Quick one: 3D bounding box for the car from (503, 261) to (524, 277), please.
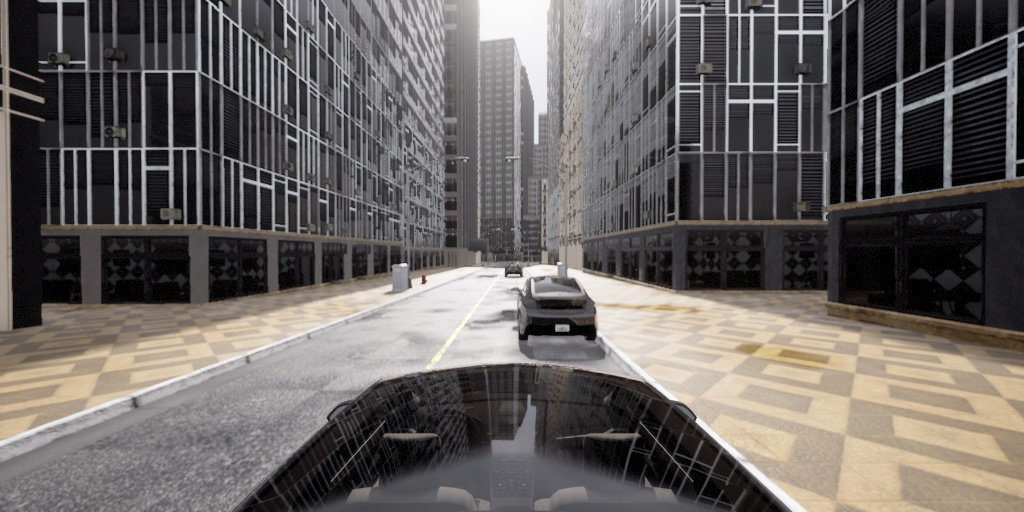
[{"bbox_3d":[0.176,1.423,37.680,1.837,1.490,4.892,0,0,0],"label":"car"}]

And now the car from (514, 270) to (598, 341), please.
[{"bbox_3d":[1.073,1.292,10.004,1.837,1.490,4.892,0,0,0],"label":"car"}]
